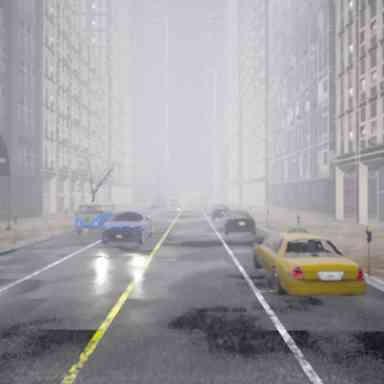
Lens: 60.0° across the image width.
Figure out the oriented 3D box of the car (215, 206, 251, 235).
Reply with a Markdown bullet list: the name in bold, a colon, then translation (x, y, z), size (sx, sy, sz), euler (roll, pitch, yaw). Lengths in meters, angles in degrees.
- **car**: translation (2.688, 1.753, 19.981), size (1.947, 1.339, 4.313), euler (0, -1, 0)

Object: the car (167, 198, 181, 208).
- **car**: translation (-3.052, 1.867, 57.894), size (2.097, 1.767, 4.553), euler (0, 0, 0)

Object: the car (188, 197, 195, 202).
- **car**: translation (0.007, 2.221, 89.514), size (1.895, 1.301, 4.718), euler (0, 0, 0)

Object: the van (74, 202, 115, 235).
- **van**: translation (-5.694, 1.529, 19.987), size (1.690, 1.788, 3.998), euler (0, -1, 0)

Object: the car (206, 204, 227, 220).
- **car**: translation (2.689, 1.855, 31.376), size (1.947, 1.339, 4.313), euler (0, -1, 0)

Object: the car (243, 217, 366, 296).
- **car**: translation (2.687, 1.609, 8.754), size (1.752, 1.417, 4.829), euler (0, -1, 0)

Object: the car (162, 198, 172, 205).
- **car**: translation (-5.687, 2.105, 76.967), size (1.967, 1.590, 4.097), euler (0, 0, 0)

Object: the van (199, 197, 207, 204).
- **van**: translation (2.693, 2.048, 82.662), size (1.690, 1.788, 3.998), euler (0, 0, 0)

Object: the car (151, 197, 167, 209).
- **car**: translation (-5.689, 2.029, 54.173), size (1.887, 1.381, 4.507), euler (0, 0, 0)

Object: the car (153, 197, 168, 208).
- **car**: translation (-5.690, 1.846, 59.873), size (2.192, 1.841, 5.009), euler (0, 0, 0)

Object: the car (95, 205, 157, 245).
- **car**: translation (-3.099, 1.635, 16.655), size (1.882, 1.535, 5.008), euler (0, -1, 0)

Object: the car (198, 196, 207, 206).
- **car**: translation (2.355, 2.081, 71.687), size (1.801, 1.575, 5.366), euler (0, 0, 0)

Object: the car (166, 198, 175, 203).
- **car**: translation (-5.686, 2.300, 88.362), size (2.008, 1.369, 4.403), euler (0, 0, 0)
